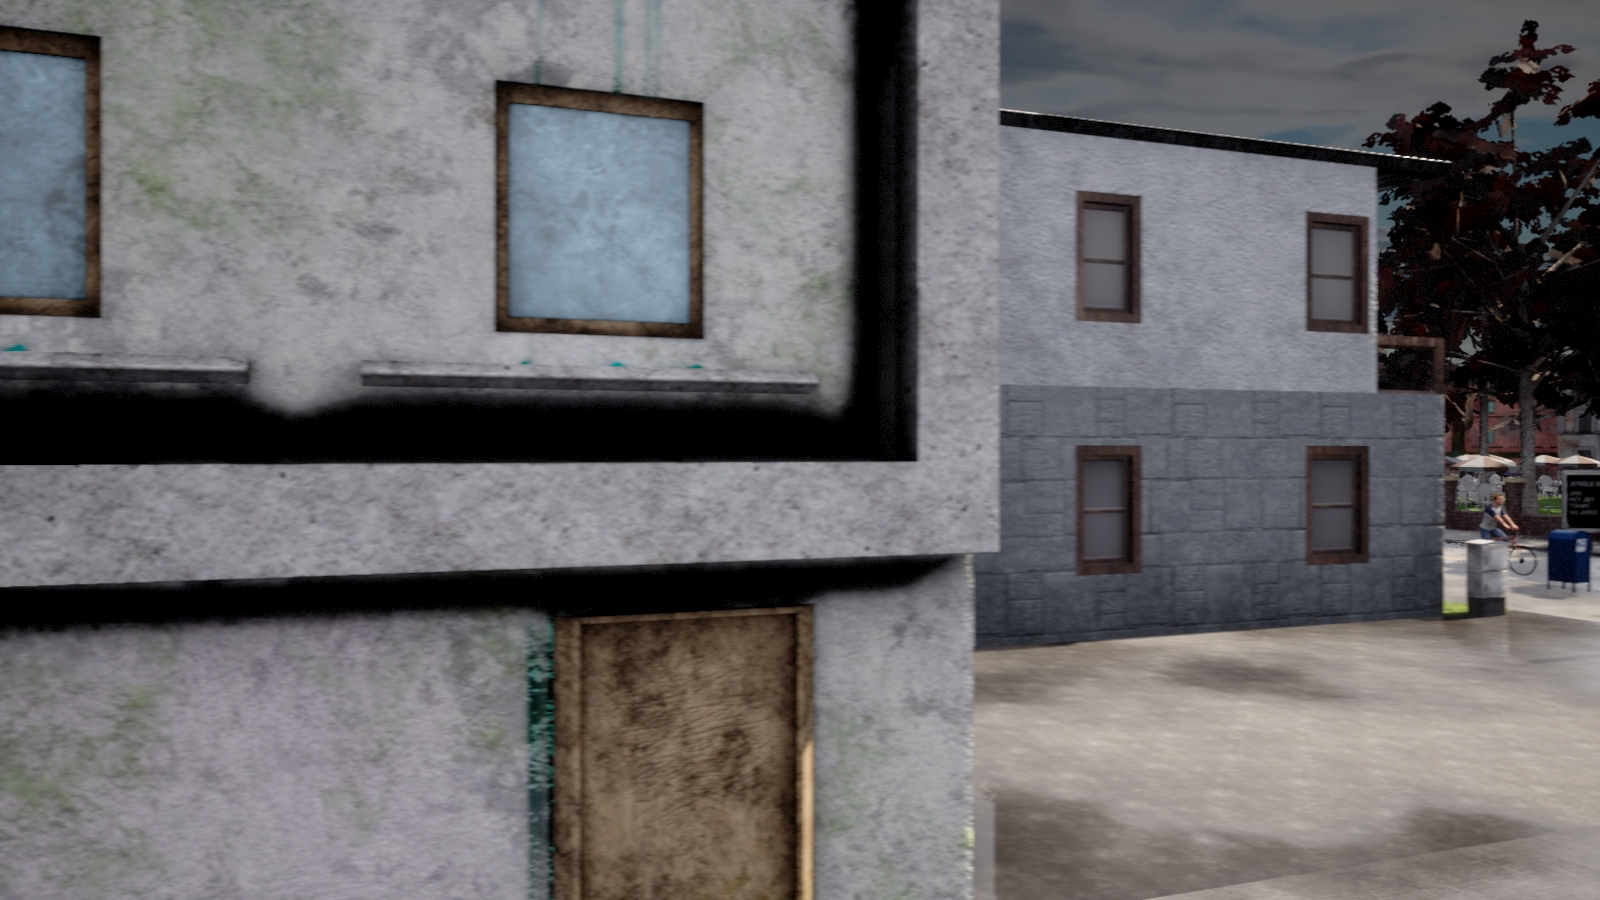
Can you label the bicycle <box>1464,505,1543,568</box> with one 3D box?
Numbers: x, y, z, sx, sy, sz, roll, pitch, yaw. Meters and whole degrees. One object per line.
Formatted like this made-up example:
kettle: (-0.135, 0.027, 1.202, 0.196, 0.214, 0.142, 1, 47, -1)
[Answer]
bicycle: (15.938, 1.934, 25.933, 0.373, 1.296, 1.643, 0, 0, -20)
